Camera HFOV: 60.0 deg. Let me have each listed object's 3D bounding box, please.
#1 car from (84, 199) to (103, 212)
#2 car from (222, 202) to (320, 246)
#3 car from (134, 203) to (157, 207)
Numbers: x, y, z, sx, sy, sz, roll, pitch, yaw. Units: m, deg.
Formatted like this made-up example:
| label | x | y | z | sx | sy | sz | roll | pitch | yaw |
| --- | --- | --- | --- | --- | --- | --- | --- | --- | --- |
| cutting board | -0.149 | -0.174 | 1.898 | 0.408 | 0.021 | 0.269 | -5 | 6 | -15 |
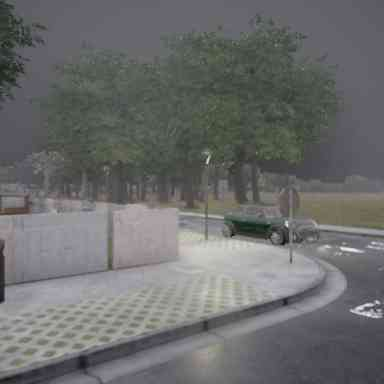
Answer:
| label | x | y | z | sx | sy | sz | roll | pitch | yaw |
| --- | --- | --- | --- | --- | --- | --- | --- | --- | --- |
| car | -10.317 | 1.460 | 34.618 | 2.033 | 1.411 | 5.357 | 0 | 0 | -35 |
| car | 3.458 | 1.303 | 15.164 | 2.097 | 1.767 | 4.553 | 0 | 0 | -35 |
| car | -3.367 | 1.533 | 24.799 | 1.895 | 1.301 | 4.718 | 0 | 0 | -35 |
